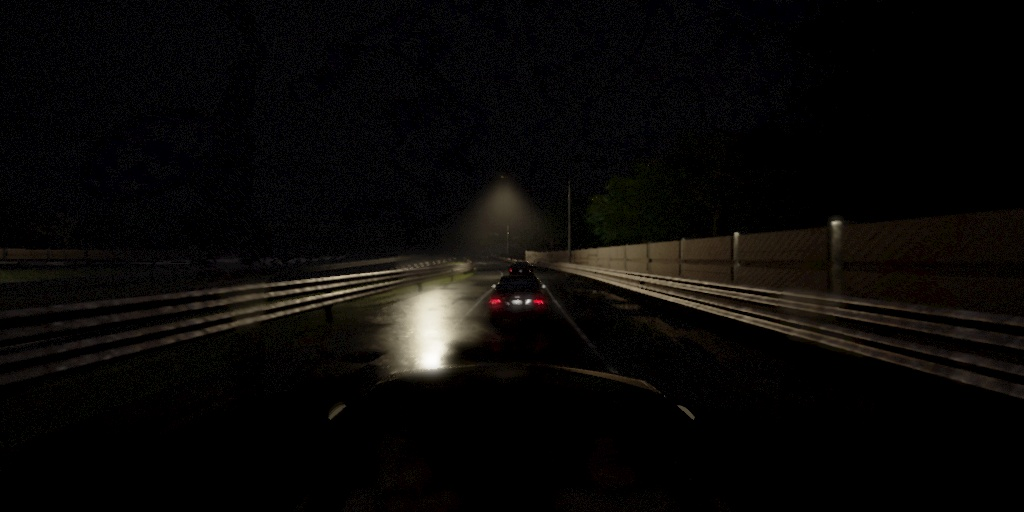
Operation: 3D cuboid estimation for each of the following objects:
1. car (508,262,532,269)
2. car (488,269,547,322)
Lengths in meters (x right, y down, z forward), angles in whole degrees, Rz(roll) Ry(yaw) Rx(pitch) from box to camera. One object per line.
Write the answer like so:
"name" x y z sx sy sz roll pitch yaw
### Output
"car" 0.723 1.275 31.745 2.097 1.767 4.553 0 0 1
"car" 0.236 1.362 12.604 2.033 1.411 5.357 0 0 2
